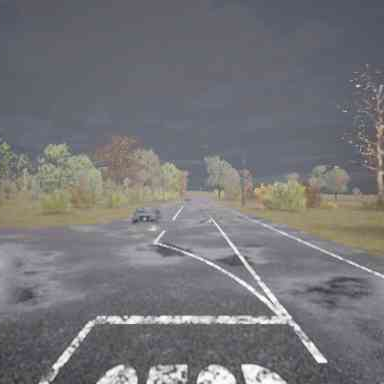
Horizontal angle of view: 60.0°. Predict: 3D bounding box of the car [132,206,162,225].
[{"bbox_3d":[-3.425,1.763,26.029,1.994,1.385,4.181,0,0,0],"label":"car"}]
